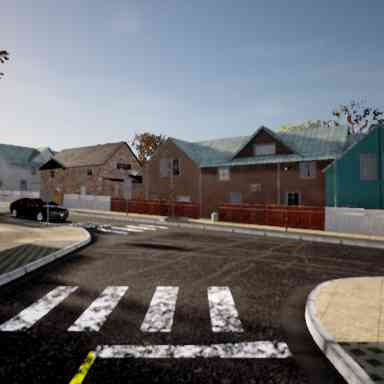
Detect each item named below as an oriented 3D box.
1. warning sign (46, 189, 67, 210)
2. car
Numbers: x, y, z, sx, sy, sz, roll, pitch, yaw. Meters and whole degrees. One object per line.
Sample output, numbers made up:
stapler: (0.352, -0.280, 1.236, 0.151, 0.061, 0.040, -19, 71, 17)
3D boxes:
warning sign: (-12.276, 0.687, 30.090, 1.060, 1.860, 1.300, -1, 1, 32)
car: (-10.376, 1.130, 22.600, 4.892, 1.490, 1.837, 3, 0, 32)
